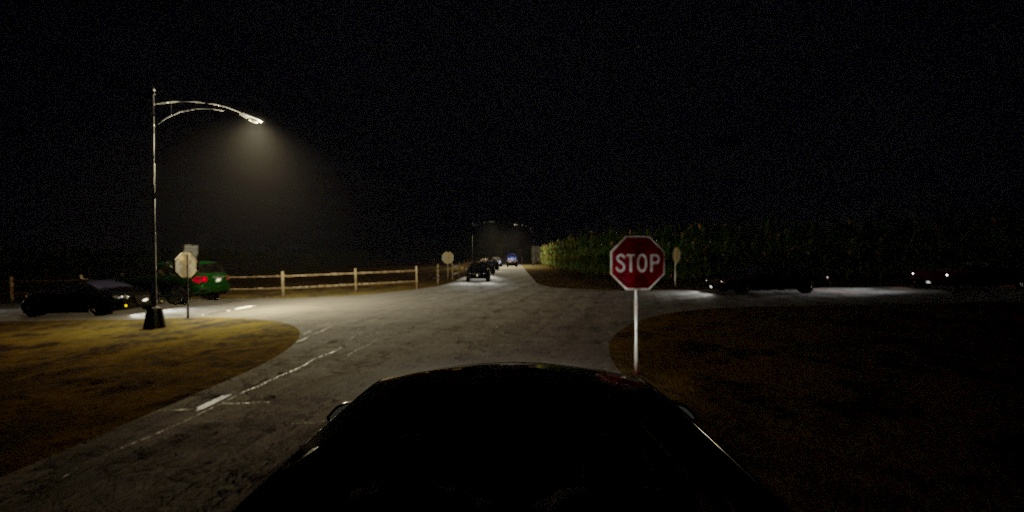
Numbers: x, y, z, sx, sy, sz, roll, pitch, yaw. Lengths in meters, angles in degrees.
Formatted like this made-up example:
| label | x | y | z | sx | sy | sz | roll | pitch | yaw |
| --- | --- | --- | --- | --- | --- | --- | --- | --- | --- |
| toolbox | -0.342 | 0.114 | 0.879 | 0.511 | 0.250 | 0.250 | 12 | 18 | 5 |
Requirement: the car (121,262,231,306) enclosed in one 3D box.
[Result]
| label | x | y | z | sx | sy | sz | roll | pitch | yaw |
| --- | --- | --- | --- | --- | --- | --- | --- | --- | --- |
| car | -17.119 | 1.328 | 17.635 | 5.566 | 2.045 | 2.150 | -1 | 0 | -1 |

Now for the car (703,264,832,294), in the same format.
| label | x | y | z | sx | sy | sz | roll | pitch | yaw |
| --- | --- | --- | --- | --- | --- | --- | --- | --- | --- |
| car | 12.552 | 1.091 | 17.790 | 5.357 | 1.411 | 2.033 | -1 | 0 | 1 |

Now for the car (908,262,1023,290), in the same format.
| label | x | y | z | sx | sy | sz | roll | pitch | yaw |
| --- | --- | --- | --- | --- | --- | --- | --- | --- | --- |
| car | 22.857 | 0.951 | 17.805 | 4.718 | 1.301 | 1.895 | -1 | 0 | 0 |

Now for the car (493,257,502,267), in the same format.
| label | x | y | z | sx | sy | sz | roll | pitch | yaw |
| --- | --- | --- | --- | --- | --- | --- | --- | --- | --- |
| car | -2.814 | 1.245 | 50.180 | 1.812 | 1.442 | 4.674 | 0 | 0 | 0 |

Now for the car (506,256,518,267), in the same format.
| label | x | y | z | sx | sy | sz | roll | pitch | yaw |
| --- | --- | --- | --- | --- | --- | --- | --- | --- | --- |
| car | 0.023 | 1.148 | 61.712 | 2.128 | 1.511 | 4.902 | 0 | 0 | 0 |

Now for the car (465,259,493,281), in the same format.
| label | x | y | z | sx | sy | sz | roll | pitch | yaw |
| --- | --- | --- | --- | --- | --- | --- | --- | --- | --- |
| car | -2.788 | 1.283 | 30.276 | 1.837 | 1.490 | 4.892 | 0 | 0 | -2 |

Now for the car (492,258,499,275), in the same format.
| label | x | y | z | sx | sy | sz | roll | pitch | yaw |
| --- | --- | --- | --- | --- | --- | --- | --- | --- | --- |
| car | -2.837 | 1.248 | 39.913 | 2.128 | 1.511 | 4.902 | 0 | 0 | 0 |

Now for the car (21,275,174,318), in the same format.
| label | x | y | z | sx | sy | sz | roll | pitch | yaw |
| --- | --- | --- | --- | --- | --- | --- | --- | --- | --- |
| car | -16.995 | 1.657 | 14.668 | 4.181 | 1.385 | 1.994 | -1 | 0 | 0 |
